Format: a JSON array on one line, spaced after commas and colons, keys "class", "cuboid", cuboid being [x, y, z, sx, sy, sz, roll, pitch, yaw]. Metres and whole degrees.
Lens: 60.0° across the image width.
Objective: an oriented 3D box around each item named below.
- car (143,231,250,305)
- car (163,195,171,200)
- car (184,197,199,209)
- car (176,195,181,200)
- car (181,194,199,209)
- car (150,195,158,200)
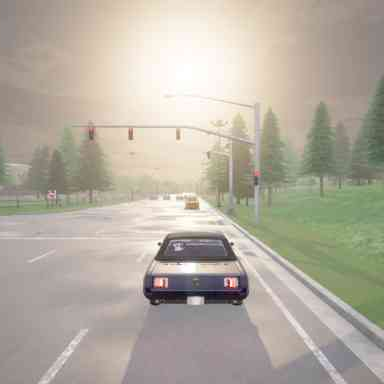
[{"class": "car", "cuboid": [0.088, 1.601, 8.002, 1.895, 1.301, 4.718, 0, 0, 0]}, {"class": "car", "cuboid": [-6.891, 1.540, 91.132, 2.033, 1.411, 5.357, 0, 0, 0]}, {"class": "car", "cuboid": [-0.055, 1.577, 49.670, 2.033, 1.411, 5.357, 0, 1, 2]}, {"class": "car", "cuboid": [-3.391, 1.553, 91.127, 1.994, 1.385, 4.181, 0, 0, 0]}, {"class": "car", "cuboid": [-0.104, 1.101, 46.108, 1.882, 1.535, 5.008, -3, 16, -5]}, {"class": "car", "cuboid": [-10.391, 1.540, 91.136, 2.033, 1.411, 5.357, 0, 0, 0]}]
